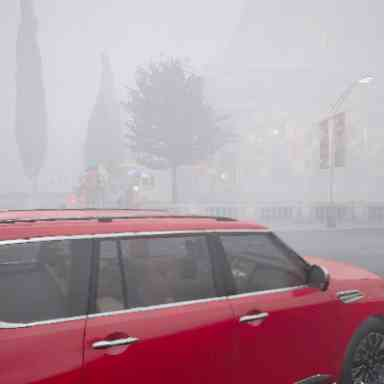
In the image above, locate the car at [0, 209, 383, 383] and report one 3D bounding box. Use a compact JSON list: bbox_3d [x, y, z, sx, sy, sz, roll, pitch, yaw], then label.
[{"bbox_3d":[-0.127,1.214,3.513,5.566,2.045,2.150,1,-1,-31],"label":"car"}]
